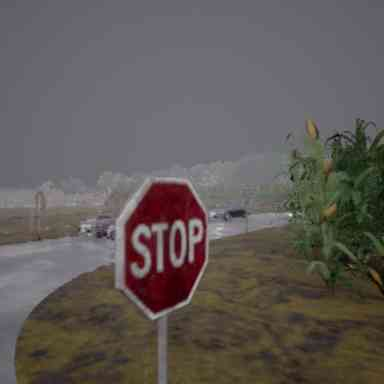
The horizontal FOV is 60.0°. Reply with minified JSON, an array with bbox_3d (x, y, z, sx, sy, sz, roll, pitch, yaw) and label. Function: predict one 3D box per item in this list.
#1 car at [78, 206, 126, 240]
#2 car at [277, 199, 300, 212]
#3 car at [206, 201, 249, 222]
[{"bbox_3d":[-3.642,1.529,17.571,2.128,1.511,4.902,0,0,36],"label":"car"},{"bbox_3d":[11.556,1.566,38.641,1.837,1.490,4.892,0,0,36],"label":"car"},{"bbox_3d":[2.865,1.515,26.606,2.128,1.511,4.902,0,0,36],"label":"car"}]
